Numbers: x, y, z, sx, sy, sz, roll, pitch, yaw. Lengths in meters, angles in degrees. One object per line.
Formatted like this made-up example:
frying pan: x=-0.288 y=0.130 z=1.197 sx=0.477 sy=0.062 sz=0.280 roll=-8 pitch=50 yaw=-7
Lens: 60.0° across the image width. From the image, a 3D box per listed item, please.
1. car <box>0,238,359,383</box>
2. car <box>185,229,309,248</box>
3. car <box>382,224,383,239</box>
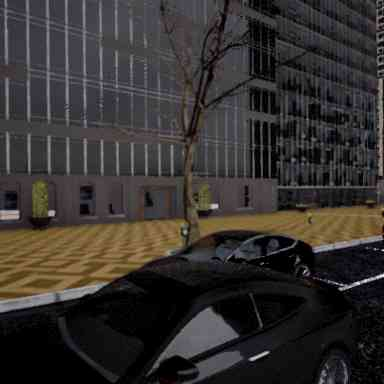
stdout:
car: x=-0.174 y=1.515 z=3.262 sx=4.674 sy=1.442 sz=1.812 roll=0 pitch=0 yaw=-36
car: x=0.896 y=1.536 z=7.232 sx=4.313 sy=1.339 sz=1.947 roll=0 pitch=0 yaw=-36
car: x=9.852 y=1.219 z=13.693 sx=5.009 sy=1.841 sz=2.192 roll=0 pitch=0 yaw=-36
